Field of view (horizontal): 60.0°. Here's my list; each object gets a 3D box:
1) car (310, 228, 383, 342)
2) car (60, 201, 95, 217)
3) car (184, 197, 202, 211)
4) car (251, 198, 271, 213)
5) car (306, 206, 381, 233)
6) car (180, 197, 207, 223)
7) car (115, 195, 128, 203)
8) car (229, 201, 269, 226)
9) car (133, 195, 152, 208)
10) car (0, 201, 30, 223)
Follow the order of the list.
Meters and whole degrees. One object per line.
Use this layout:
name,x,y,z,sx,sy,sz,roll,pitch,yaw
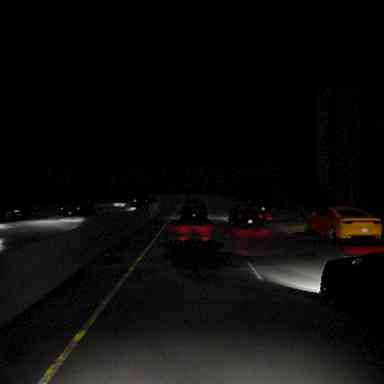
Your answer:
car,3.617,1.546,5.144,1.994,1.385,4.181,0,0,0
car,-10.568,1.525,30.984,1.895,1.301,4.718,0,0,0
car,0.140,1.409,41.270,2.128,1.511,4.902,0,0,0
car,7.135,1.428,35.582,1.837,1.490,4.892,0,0,0
car,7.115,1.430,16.167,1.882,1.535,5.008,0,0,0
car,0.123,1.413,24.703,1.882,1.535,5.008,0,0,0
car,-13.943,1.440,65.801,2.128,1.511,4.902,0,0,0
car,3.622,1.540,22.882,1.895,1.301,4.718,0,0,0
car,-7.031,1.266,47.608,2.097,1.767,4.553,0,0,0
car,-14.074,1.437,25.097,1.837,1.490,4.892,0,0,0
